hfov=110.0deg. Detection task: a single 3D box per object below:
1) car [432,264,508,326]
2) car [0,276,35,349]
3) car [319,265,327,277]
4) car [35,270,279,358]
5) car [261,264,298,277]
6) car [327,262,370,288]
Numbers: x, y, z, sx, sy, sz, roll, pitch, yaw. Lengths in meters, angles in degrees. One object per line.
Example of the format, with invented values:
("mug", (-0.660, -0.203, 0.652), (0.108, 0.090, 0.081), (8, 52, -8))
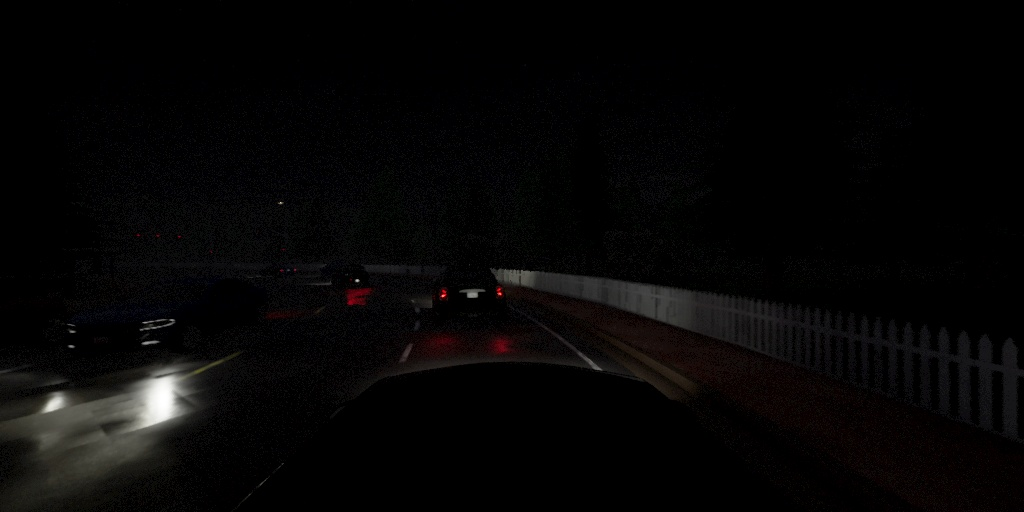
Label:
("car", (-1.583, 1.112, 12.077), (2.097, 1.767, 4.553), (-1, 0, -13))
("car", (-11.160, 1.199, 6.390), (2.097, 1.767, 4.553), (-1, 0, -9))
("car", (-18.170, 1.375, 37.089), (5.008, 1.535, 1.882), (-1, 0, 39))
("car", (-8.099, 1.297, 9.076), (1.882, 1.535, 5.008), (0, 0, -12))
("car", (-24.497, 1.501, 37.561), (5.357, 1.411, 2.033), (-1, 0, 36))
("car", (-11.479, 1.349, 25.334), (1.837, 1.490, 4.892), (0, 1, -35))
